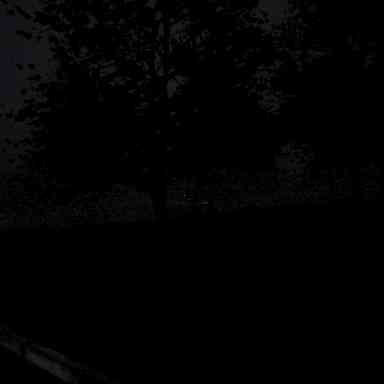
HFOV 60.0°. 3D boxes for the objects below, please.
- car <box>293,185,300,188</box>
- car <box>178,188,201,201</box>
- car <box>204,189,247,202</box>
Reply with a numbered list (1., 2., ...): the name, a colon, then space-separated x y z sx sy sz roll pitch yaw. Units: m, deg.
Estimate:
1. car: 14.144 -0.706 50.441 4.902 1.511 2.128 -3 2 -25
2. car: 0.383 0.236 42.870 4.553 1.767 2.097 -3 3 -32
3. car: 4.303 0.382 41.250 5.357 1.411 2.033 -3 3 -31
